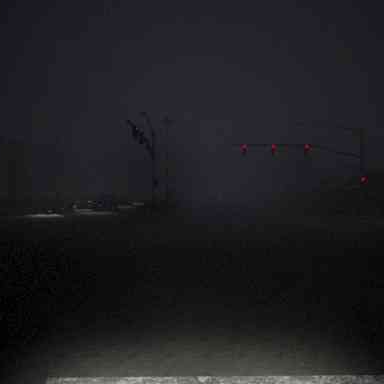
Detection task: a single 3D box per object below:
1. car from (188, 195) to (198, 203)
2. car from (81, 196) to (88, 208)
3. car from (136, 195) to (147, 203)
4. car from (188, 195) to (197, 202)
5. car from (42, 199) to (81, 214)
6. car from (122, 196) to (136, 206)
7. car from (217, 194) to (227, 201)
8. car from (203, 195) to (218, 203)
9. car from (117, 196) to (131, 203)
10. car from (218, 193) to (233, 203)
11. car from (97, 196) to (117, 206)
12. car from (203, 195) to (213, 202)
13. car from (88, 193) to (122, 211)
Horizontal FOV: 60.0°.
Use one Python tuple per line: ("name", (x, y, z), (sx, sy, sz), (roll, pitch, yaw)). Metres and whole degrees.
("car", (0.213, 1.447, 68.112), (1.837, 1.490, 4.892), (0, 0, 0))
("car", (-14.022, 1.315, 44.912), (2.097, 1.767, 4.553), (0, 0, 0))
("car", (-10.397, 1.434, 67.454), (2.128, 1.511, 4.902), (0, 0, 0))
("car", (0.131, 1.485, 78.185), (1.994, 1.385, 4.181), (0, 0, 0))
("car", (-14.041, 1.519, 35.483), (2.033, 1.411, 5.357), (0, 0, 0))
("car", (-10.505, 1.482, 52.275), (1.812, 1.442, 4.674), (0, 0, 0))
("car", (7.135, 1.286, 80.170), (2.097, 1.767, 4.553), (0, 0, 1))
("car", (3.712, 1.447, 67.814), (1.837, 1.490, 4.892), (0, 0, 0))
("car", (-13.886, 1.466, 68.030), (1.812, 1.442, 4.674), (0, 0, 0))
("car", (7.208, 1.164, 69.807), (2.150, 2.045, 5.566), (0, 0, 0))
("car", (-13.993, 1.432, 55.032), (1.882, 1.535, 5.008), (0, 0, 0))
("car", (3.631, 1.458, 78.214), (2.128, 1.511, 4.902), (0, 0, 0))
("car", (-10.544, 1.189, 40.773), (2.150, 2.045, 5.566), (0, 0, 0))
